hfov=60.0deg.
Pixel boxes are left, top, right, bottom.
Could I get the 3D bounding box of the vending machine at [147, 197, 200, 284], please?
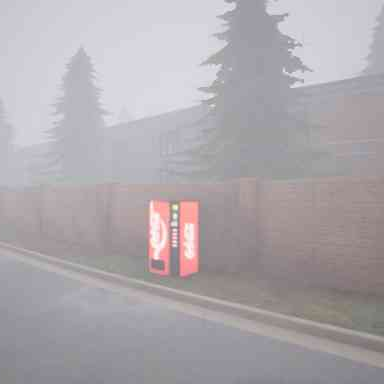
[{"bbox_3d":[-0.484,1.195,8.793,0.880,2.100,1.100,0,0,39],"label":"vending machine"}]
